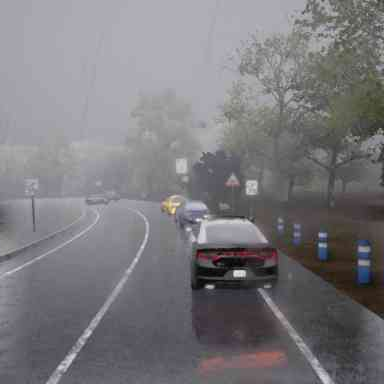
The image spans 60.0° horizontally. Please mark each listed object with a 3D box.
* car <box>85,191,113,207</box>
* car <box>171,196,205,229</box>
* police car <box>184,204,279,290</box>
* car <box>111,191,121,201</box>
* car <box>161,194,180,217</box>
[{"bbox_3d":[-11.012,0.907,38.369,1.994,1.385,4.181,-3,2,-29],"label":"car"},{"bbox_3d":[0.035,1.199,19.322,1.812,1.442,4.674,-1,2,-8],"label":"car"},{"bbox_3d":[0.865,1.368,9.147,1.930,1.638,5.238,0,1,-2],"label":"police car"},{"bbox_3d":[-11.741,0.605,46.402,2.033,1.411,5.357,-5,3,-35],"label":"car"},{"bbox_3d":[-1.220,0.934,25.653,1.801,1.575,5.366,-2,2,-14],"label":"car"}]
